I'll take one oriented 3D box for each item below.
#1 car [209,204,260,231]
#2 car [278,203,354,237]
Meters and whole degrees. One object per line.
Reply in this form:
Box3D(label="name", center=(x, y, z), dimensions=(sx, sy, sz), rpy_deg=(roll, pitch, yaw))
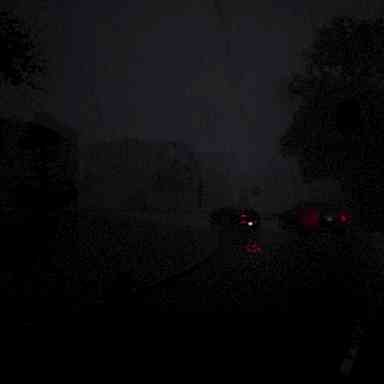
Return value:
Box3D(label="car", center=(2.591, 1.563, 21.340), dimensions=(1.837, 1.490, 4.892), rpy_deg=(1, -1, -18))
Box3D(label="car", center=(6.559, 1.382, 18.650), dimensions=(2.097, 1.767, 4.553), rpy_deg=(0, 0, -8))
